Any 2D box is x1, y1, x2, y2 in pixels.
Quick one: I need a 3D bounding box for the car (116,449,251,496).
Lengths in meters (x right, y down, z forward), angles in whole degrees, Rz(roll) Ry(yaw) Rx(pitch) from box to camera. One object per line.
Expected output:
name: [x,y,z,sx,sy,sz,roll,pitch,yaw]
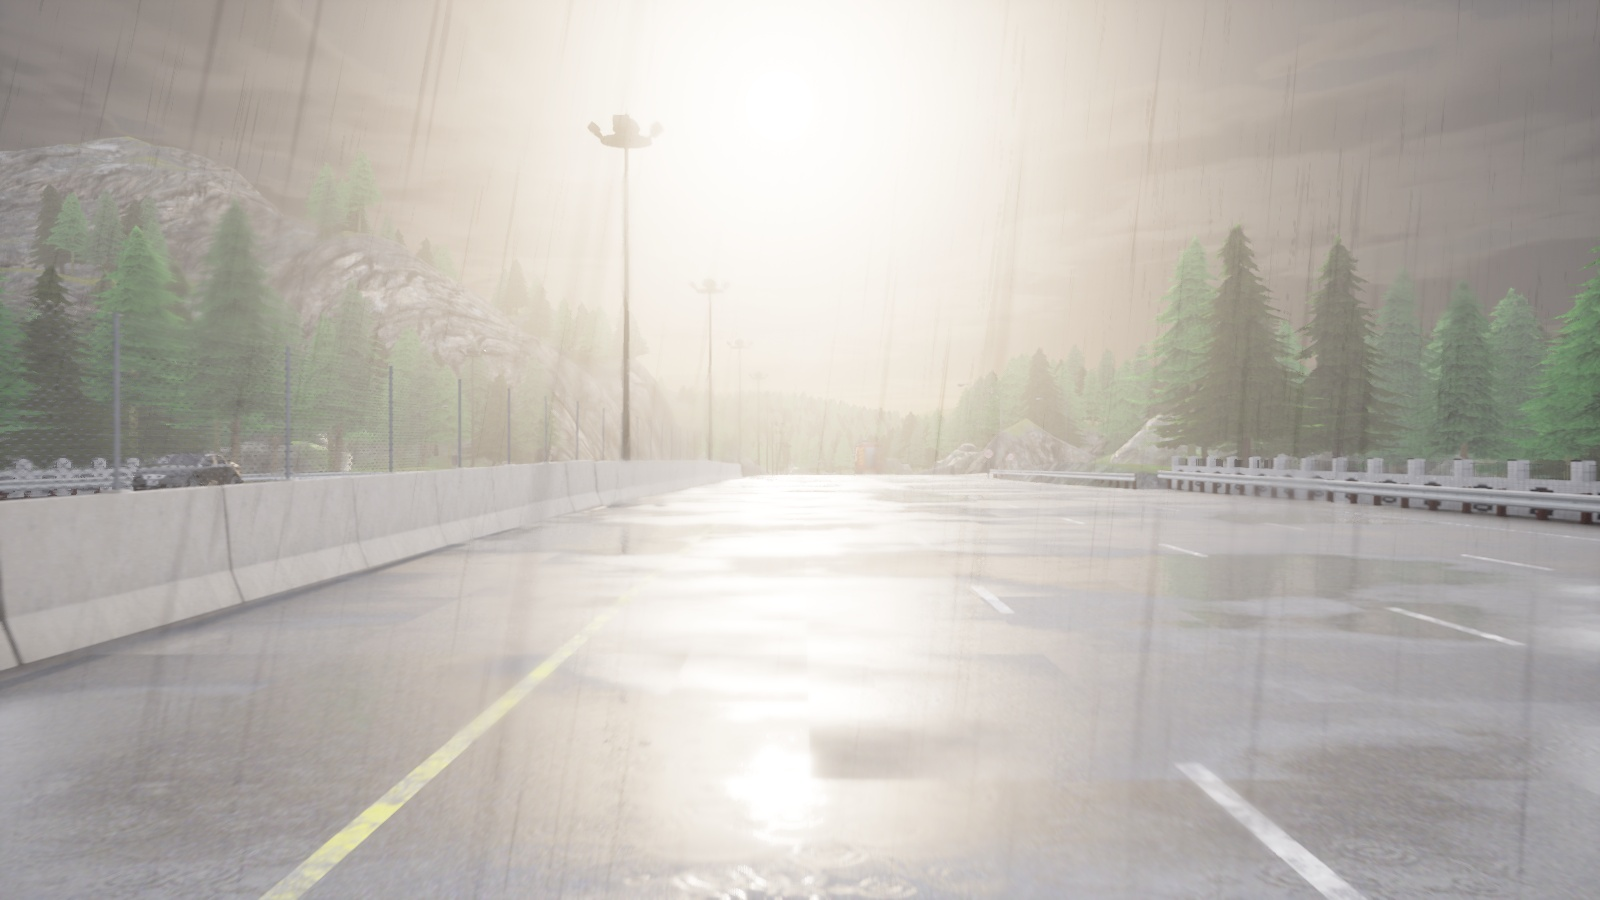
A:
car: [-20.744,0.751,42.502,2.128,1.511,4.902,0,-1,0]
